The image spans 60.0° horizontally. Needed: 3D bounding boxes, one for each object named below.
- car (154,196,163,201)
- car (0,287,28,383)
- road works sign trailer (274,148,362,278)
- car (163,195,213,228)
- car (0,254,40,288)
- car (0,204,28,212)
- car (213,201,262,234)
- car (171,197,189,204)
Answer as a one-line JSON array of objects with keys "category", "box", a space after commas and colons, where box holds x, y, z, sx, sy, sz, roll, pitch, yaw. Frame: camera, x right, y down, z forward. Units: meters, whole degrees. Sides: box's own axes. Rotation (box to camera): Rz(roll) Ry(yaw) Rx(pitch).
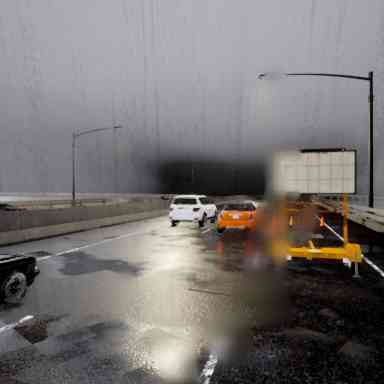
[{"category": "car", "box": [-5.843, 1.536, 64.453, 1.812, 1.442, 4.674, 0, 0, 17]}, {"category": "car", "box": [-2.585, 1.547, 0.357, 2.033, 1.411, 5.357, 0, 0, 16]}, {"category": "road works sign trailer", "box": [3.785, 0.468, 10.399, 2.380, 3.560, 2.880, 0, 0, 16]}, {"category": "car", "box": [0.188, 1.228, 22.819, 2.150, 2.045, 5.566, 0, 0, 16]}, {"category": "car", "box": [-4.798, 1.601, 5.409, 1.895, 1.301, 4.718, 0, 0, 16]}, {"category": "car", "box": [-11.588, 1.604, 20.615, 1.895, 1.301, 4.718, 0, 0, 16]}, {"category": "car", "box": [2.920, 1.357, 19.669, 2.097, 1.767, 4.553, 0, 0, 16]}, {"category": "car", "box": [-2.265, 1.610, 64.190, 1.895, 1.301, 4.718, 0, 0, 18]}]
